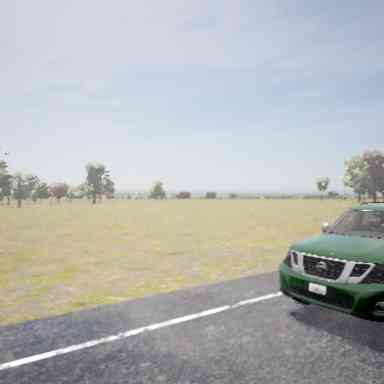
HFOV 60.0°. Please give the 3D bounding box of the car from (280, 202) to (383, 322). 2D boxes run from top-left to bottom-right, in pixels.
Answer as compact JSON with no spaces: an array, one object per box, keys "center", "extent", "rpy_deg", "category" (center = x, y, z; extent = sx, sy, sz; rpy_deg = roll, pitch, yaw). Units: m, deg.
[{"center":[4.313,1.251,7.059],"extent":[5.566,2.045,2.150],"rpy_deg":[0,0,-35],"category":"car"}]
